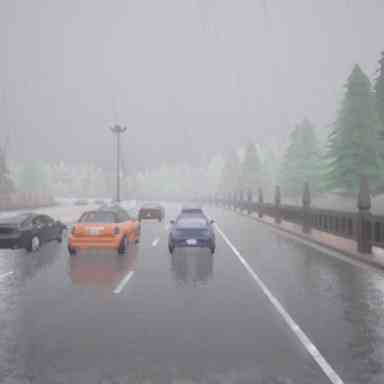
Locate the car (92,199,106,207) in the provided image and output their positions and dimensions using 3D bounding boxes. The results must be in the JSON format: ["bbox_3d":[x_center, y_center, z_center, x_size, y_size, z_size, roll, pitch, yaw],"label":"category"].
[{"bbox_3d":[-18.848,2.169,67.633,2.033,1.411,5.357,0,-1,-10],"label":"car"}]

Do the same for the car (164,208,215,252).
[{"bbox_3d":[0.003,1.661,14.372,1.812,1.442,4.674,0,0,0],"label":"car"}]

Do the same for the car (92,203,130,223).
[{"bbox_3d":[-7.001,1.767,29.299,2.128,1.511,4.902,0,0,0],"label":"car"}]

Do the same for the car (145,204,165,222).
[{"bbox_3d":[-3.500,1.754,29.469,1.882,1.535,5.008,0,0,0],"label":"car"}]

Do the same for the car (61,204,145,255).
[{"bbox_3d":[-3.500,1.482,14.084,2.097,1.767,4.553,0,-1,0],"label":"car"}]

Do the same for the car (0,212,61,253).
[{"bbox_3d":[-6.998,1.642,14.313,1.837,1.490,4.892,0,0,0],"label":"car"}]

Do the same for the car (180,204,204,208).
[{"bbox_3d":[0.001,1.754,29.474,1.882,1.535,5.008,0,0,0],"label":"car"}]
